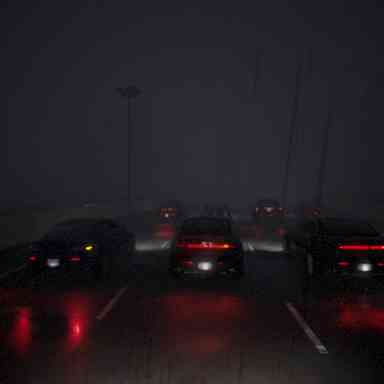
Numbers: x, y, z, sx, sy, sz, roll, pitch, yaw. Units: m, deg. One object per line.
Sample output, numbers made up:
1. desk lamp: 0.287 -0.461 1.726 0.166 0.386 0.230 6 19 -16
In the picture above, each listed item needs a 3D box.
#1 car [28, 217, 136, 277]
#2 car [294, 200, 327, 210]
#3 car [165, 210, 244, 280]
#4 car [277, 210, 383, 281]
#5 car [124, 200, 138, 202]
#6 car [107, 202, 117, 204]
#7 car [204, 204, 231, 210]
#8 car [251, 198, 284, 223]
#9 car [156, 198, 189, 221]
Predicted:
1. car: -3.034 1.466 9.973 1.812 1.442 4.674 0 0 4
2. car: 9.353 1.359 26.558 1.882 1.535 5.008 0 1 9
3. car: 0.465 1.448 9.835 1.837 1.490 4.892 0 -1 4
4. car: 3.970 1.458 9.750 1.837 1.490 4.892 0 -1 4
5. car: -9.577 1.162 54.943 1.882 1.535 5.008 0 0 16
6. car: -12.848 1.161 56.213 2.128 1.511 4.902 0 0 16
7. car: 1.850 1.478 23.840 1.895 1.301 4.718 0 0 8
8. car: 5.513 1.233 24.610 2.097 1.767 4.553 0 0 8
9. car: -1.408 1.366 25.680 1.837 1.490 4.892 0 1 9
